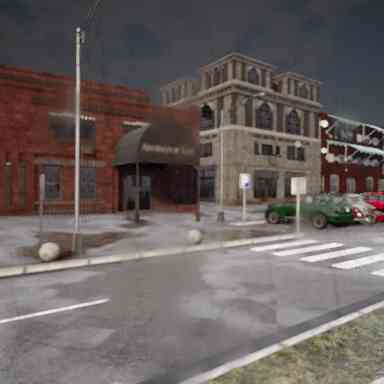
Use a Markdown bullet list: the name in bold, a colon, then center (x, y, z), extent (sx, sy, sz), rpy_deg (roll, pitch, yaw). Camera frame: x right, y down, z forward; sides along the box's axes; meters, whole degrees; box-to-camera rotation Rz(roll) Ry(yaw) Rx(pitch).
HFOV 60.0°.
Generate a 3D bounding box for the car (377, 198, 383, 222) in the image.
- **car**: center (11.819, 1.352, 24.113), extent (2.163, 1.488, 4.792), rpy_deg (0, 1, -36)

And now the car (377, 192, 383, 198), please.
- **car**: center (13.936, 1.054, 25.710), extent (2.435, 2.045, 5.566), rpy_deg (0, 1, -36)

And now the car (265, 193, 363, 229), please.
- **car**: center (7.177, 1.102, 20.831), extent (2.435, 2.045, 5.566), rpy_deg (0, 0, -36)

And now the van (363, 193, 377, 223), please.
- **van**: center (9.514, 1.114, 22.337), extent (1.878, 1.987, 4.442), rpy_deg (0, 0, -36)
